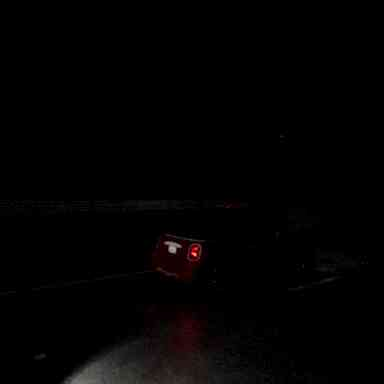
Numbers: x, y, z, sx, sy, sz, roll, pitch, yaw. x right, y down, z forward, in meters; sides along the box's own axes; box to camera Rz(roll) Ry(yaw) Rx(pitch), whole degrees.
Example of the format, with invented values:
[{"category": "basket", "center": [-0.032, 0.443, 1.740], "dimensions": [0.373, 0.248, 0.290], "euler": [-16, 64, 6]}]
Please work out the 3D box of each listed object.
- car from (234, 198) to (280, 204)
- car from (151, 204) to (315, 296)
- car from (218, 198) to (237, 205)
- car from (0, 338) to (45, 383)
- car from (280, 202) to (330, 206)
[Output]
[{"category": "car", "center": [6.499, 1.532, 30.064], "dimensions": [4.892, 1.490, 1.837], "euler": [1, 0, -35]}, {"category": "car", "center": [1.273, 1.358, 8.954], "dimensions": [4.553, 1.767, 2.097], "euler": [0, 0, -36]}, {"category": "car", "center": [4.368, 1.376, 32.846], "dimensions": [4.553, 1.767, 2.097], "euler": [0, 0, -35]}, {"category": "car", "center": [-2.897, 1.563, 1.679], "dimensions": [4.181, 1.385, 1.994], "euler": [0, 0, -36]}, {"category": "car", "center": [10.381, 1.576, 28.507], "dimensions": [5.357, 1.411, 2.033], "euler": [0, 0, -35]}]
